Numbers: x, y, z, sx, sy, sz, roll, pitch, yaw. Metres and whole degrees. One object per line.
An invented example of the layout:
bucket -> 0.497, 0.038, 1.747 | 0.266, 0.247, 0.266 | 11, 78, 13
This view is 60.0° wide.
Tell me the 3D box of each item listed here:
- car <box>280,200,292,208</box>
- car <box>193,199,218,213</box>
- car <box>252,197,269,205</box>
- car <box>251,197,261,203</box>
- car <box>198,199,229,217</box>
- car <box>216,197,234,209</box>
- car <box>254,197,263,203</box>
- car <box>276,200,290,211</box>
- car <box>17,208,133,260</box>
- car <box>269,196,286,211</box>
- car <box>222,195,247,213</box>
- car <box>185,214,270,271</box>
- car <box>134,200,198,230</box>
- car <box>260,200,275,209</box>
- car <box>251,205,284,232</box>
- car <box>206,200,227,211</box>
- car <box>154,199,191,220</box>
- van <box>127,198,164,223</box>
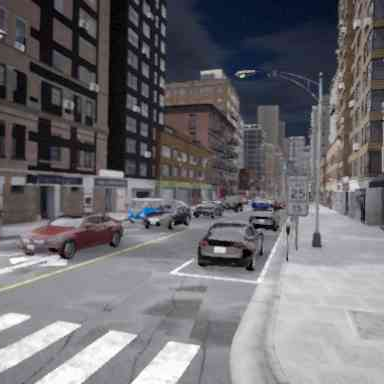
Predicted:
car -> 16.582, 2.072, 58.622 | 1.887, 1.381, 4.507 | 1, 0, 18
car -> 1.686, 1.656, 40.140 | 1.752, 1.417, 4.829 | 1, 0, 18
car -> 9.117, 1.801, 44.382 | 1.882, 1.535, 5.008 | 1, 0, 18
car -> 16.884, 2.019, 87.397 | 1.967, 1.590, 4.097 | 1, 0, 18
car -> 1.673, 1.681, 31.674 | 2.033, 1.411, 5.357 | 1, 0, 18
car -> 5.105, 1.661, 50.768 | 1.967, 1.590, 4.097 | 1, 0, 18
car -> 18.564, 2.201, 92.629 | 1.947, 1.339, 4.313 | 1, 0, 18
car -> 13.269, 1.958, 48.319 | 1.752, 1.417, 4.829 | 1, 0, 18
car -> -4.390, 1.524, 12.839 | 1.812, 1.442, 4.674 | 1, 0, 19
car -> 11.538, 1.701, 42.924 | 2.192, 1.841, 5.009 | 1, 0, 18
car -> 5.011, 1.438, 41.859 | 2.150, 2.045, 5.566 | 1, 0, 18
car -> 1.436, 1.715, 11.528 | 1.947, 1.339, 4.313 | 1, 0, 18
car -> -1.526, 1.552, 21.744 | 2.128, 1.511, 4.902 | 1, 0, 18
car -> 12.496, 2.018, 54.903 | 1.895, 1.301, 4.718 | 1, 0, 18
car -> 4.802, 1.788, 21.993 | 1.947, 1.339, 4.313 | 1, 0, 18
car -> 3.421, 1.757, 45.534 | 1.802, 1.307, 4.206 | 1, 0, 18
car -> -1.626, 1.490, 29.837 | 1.967, 1.590, 4.097 | 1, 0, 18
van -> -3.306, 1.353, 24.604 | 1.690, 1.788, 3.998 | 1, 0, 18
